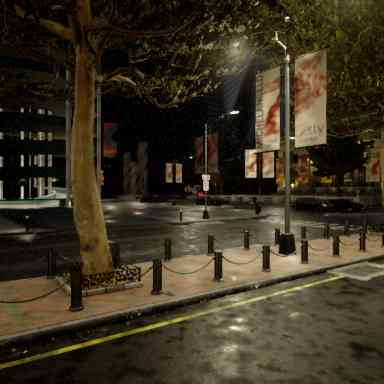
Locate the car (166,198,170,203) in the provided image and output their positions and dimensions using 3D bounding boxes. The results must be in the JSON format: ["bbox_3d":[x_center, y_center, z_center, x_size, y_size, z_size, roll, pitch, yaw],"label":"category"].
[{"bbox_3d":[-6.633,1.525,69.017,4.674,1.442,1.812,0,0,42],"label":"car"}]

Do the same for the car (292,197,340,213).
[{"bbox_3d":[13.286,1.353,36.502,2.097,1.767,4.553,0,0,-35],"label":"car"}]

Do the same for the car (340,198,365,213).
[{"bbox_3d":[16.871,1.504,37.491,1.837,1.490,4.892,0,0,-35],"label":"car"}]

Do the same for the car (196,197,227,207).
[{"bbox_3d":[2.626,1.477,51.589,1.882,1.535,5.008,0,0,-35],"label":"car"}]

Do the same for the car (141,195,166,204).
[{"bbox_3d":[-7.967,1.351,65.187,4.553,1.767,2.097,0,0,44],"label":"car"}]

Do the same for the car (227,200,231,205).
[{"bbox_3d":[4.071,1.547,55.610,2.033,1.411,5.357,0,0,-35],"label":"car"}]
